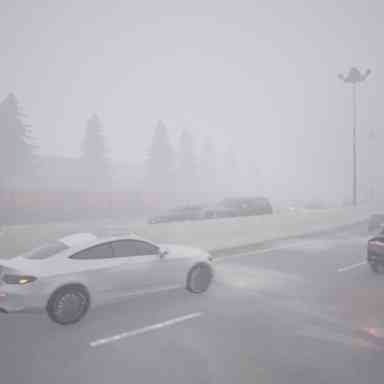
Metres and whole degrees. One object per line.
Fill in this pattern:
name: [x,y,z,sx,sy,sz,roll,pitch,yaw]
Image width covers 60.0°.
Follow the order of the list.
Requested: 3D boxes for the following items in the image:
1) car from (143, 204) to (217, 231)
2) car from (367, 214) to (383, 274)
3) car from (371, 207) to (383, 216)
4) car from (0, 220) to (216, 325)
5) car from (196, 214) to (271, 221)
car: [-0.685,1.586,21.982,4.892,1.490,1.837,0,0,-44]
car: [6.741,1.514,9.558,4.902,1.511,2.128,0,0,-42]
car: [11.790,1.574,19.488,1.812,1.442,4.674,0,0,43]
car: [-1.598,1.556,7.142,4.674,1.442,1.812,0,0,-37]
car: [2.823,1.290,20.460,5.566,2.045,2.150,0,0,-45]
